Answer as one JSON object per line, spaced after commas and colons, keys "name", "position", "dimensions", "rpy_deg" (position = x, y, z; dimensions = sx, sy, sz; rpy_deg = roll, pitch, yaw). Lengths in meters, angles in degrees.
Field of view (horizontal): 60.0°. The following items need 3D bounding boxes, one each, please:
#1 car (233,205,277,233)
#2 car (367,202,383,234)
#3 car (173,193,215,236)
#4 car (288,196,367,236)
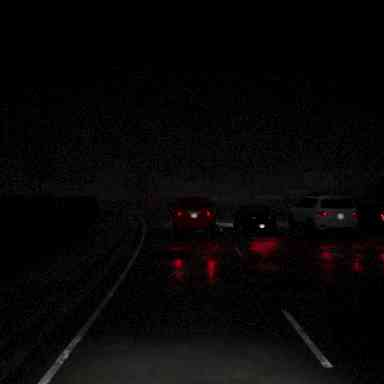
{"name": "car", "position": [3.602, 1.503, 19.515], "dimensions": [1.837, 1.490, 4.892], "rpy_deg": [0, 0, 0]}
{"name": "car", "position": [10.600, 1.351, 19.173], "dimensions": [2.097, 1.767, 4.553], "rpy_deg": [0, 0, 0]}
{"name": "car", "position": [0.102, 1.220, 18.587], "dimensions": [2.150, 2.045, 5.566], "rpy_deg": [0, 0, 0]}
{"name": "car", "position": [7.102, 1.220, 18.566], "dimensions": [2.150, 2.045, 5.566], "rpy_deg": [0, 0, 0]}
